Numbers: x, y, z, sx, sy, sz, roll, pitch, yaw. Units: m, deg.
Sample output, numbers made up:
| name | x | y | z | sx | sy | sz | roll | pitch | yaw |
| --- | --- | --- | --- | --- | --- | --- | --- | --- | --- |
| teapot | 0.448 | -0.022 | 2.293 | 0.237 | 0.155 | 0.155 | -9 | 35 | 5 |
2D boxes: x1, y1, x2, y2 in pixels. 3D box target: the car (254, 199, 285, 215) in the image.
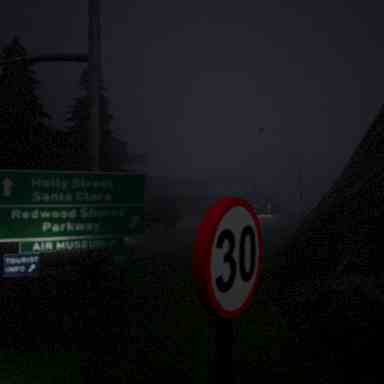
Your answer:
| name | x | y | z | sx | sy | sz | roll | pitch | yaw |
| --- | --- | --- | --- | --- | --- | --- | --- | --- | --- |
| car | 8.646 | 1.543 | 36.986 | 2.097 | 1.767 | 4.553 | 0 | 0 | 36 |

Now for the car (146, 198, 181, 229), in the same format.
| name | x | y | z | sx | sy | sz | roll | pitch | yaw |
| --- | --- | --- | --- | --- | --- | --- | --- | --- | --- |
| car | -2.985 | 1.410 | 20.996 | 2.150 | 2.045 | 5.566 | 0 | 0 | 36 |
